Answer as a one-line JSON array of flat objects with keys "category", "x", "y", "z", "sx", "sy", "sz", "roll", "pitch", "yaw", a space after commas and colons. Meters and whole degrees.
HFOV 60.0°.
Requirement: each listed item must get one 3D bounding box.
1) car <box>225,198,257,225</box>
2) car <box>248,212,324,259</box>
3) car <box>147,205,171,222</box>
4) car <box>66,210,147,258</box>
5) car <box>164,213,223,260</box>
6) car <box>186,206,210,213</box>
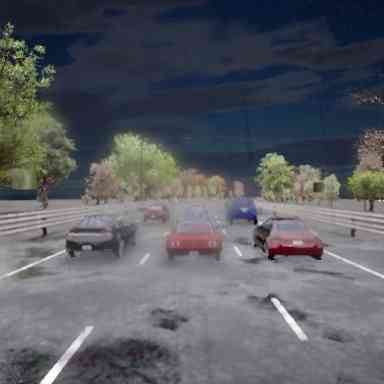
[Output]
[{"category": "car", "x": 3.965, "y": 1.508, "z": 27.104, "sx": 2.150, "sy": 2.045, "sz": 5.566, "roll": 0, "pitch": 0, "yaw": 2}, {"category": "car", "x": 3.629, "y": 1.703, "z": 13.245, "sx": 1.994, "sy": 1.385, "sz": 4.181, "roll": 0, "pitch": -1, "yaw": 1}, {"category": "car", "x": -2.954, "y": 1.816, "z": 28.678, "sx": 1.812, "sy": 1.442, "sz": 4.674, "roll": 1, "pitch": -1, "yaw": 3}, {"category": "car", "x": -3.377, "y": 1.633, "z": 13.310, "sx": 2.128, "sy": 1.511, "sz": 4.902, "roll": 0, "pitch": 0, "yaw": 1}, {"category": "car", "x": 0.116, "y": 1.737, "z": 13.014, "sx": 1.895, "sy": 1.301, "sz": 4.718, "roll": 0, "pitch": -1, "yaw": 1}, {"category": "car", "x": 0.467, "y": 1.832, "z": 27.190, "sx": 2.033, "sy": 1.411, "sz": 5.357, "roll": 0, "pitch": -1, "yaw": 2}]
